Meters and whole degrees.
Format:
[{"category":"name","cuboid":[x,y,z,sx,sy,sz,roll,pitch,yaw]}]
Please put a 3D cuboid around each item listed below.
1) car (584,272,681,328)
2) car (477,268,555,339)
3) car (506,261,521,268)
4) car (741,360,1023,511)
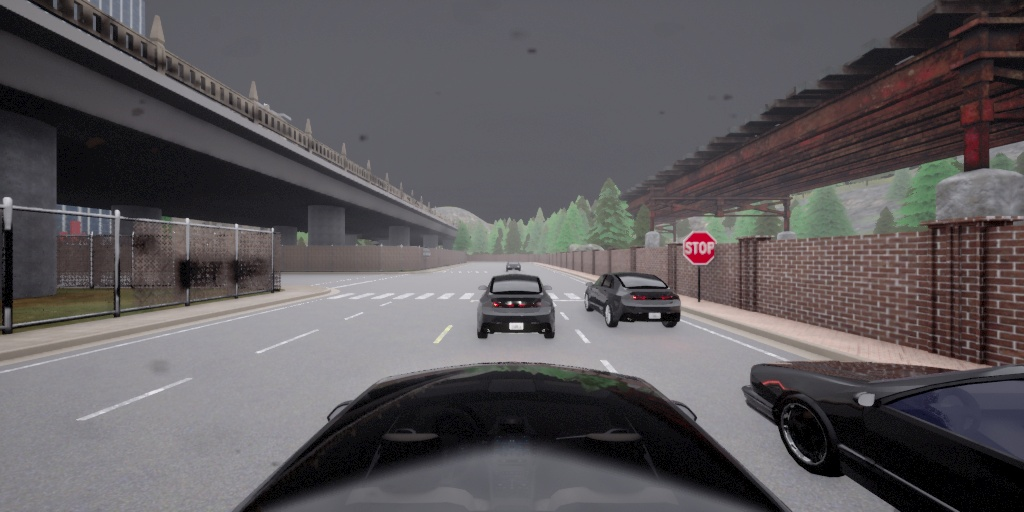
[{"category":"car","cuboid":[3.596,1.255,11.443,1.837,1.490,4.892,0,0,0]},{"category":"car","cuboid":[0.095,1.255,10.083,1.837,1.490,4.892,0,0,0]},{"category":"car","cuboid":[0.166,1.351,46.360,1.895,1.301,4.718,0,0,-1]},{"category":"car","cuboid":[3.600,1.297,1.697,2.033,1.411,5.357,0,0,0]}]
